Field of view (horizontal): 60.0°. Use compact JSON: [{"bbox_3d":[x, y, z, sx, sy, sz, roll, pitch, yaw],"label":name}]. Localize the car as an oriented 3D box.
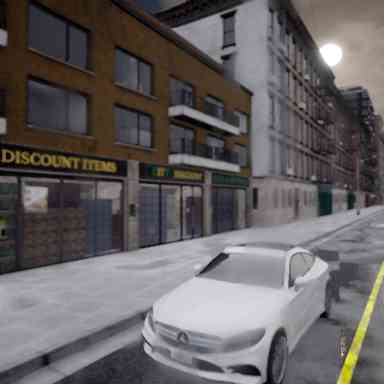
[{"bbox_3d":[1.157,1.660,5.769,1.812,1.442,4.674,-1,-2,33],"label":"car"}]
